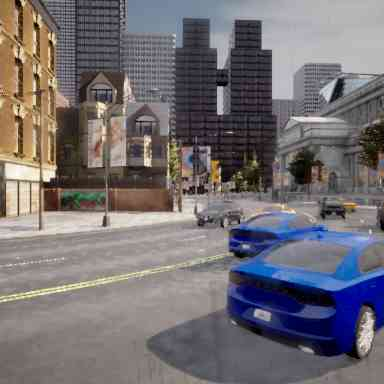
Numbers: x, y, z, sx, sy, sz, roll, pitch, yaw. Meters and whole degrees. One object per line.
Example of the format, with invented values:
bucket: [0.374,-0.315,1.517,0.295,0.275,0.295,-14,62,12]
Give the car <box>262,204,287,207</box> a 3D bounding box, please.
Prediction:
car: [5.074,1.502,20.543,1.882,1.535,5.008,0,0,29]

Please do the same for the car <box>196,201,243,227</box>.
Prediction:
car: [2.000,1.401,22.215,1.837,1.490,4.892,0,0,29]

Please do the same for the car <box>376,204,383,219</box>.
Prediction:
car: [12.786,1.344,20.768,2.097,1.767,4.553,0,0,26]

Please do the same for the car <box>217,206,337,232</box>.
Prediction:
car: [3.225,1.471,11.749,1.882,1.535,5.008,0,0,41]

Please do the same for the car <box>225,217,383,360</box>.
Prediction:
car: [2.730,1.475,6.110,5.008,1.535,1.882,0,0,-43]

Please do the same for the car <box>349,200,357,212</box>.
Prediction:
car: [17.375,1.437,38.825,1.801,1.575,5.366,0,0,5]

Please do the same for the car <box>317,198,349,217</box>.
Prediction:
car: [12.376,1.489,29.691,1.837,1.490,4.892,0,0,16]
